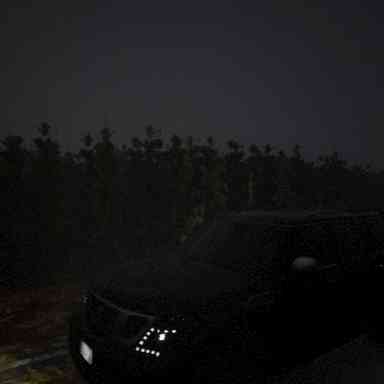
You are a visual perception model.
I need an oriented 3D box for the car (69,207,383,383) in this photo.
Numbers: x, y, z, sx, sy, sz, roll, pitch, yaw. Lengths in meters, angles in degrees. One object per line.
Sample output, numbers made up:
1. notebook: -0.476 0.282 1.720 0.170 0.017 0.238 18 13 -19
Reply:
1. car: 1.193 1.274 4.915 5.566 2.045 2.150 1 -1 -36
